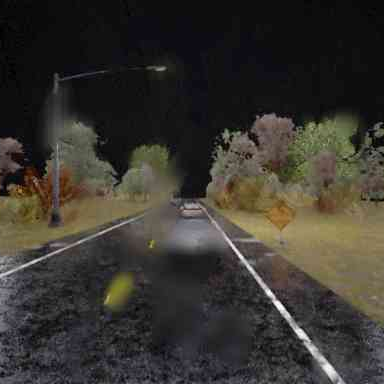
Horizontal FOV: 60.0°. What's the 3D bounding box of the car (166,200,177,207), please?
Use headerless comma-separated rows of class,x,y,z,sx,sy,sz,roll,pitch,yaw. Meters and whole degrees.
car,-3.523,1.991,58.019,1.895,1.301,4.718,0,0,1

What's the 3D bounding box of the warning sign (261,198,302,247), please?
warning sign,3.541,1.197,13.300,1.300,1.860,1.060,-1,-1,0

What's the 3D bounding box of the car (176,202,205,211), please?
car,0.052,1.663,27.516,2.128,1.511,4.902,0,0,0

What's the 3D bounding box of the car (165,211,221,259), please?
car,0.053,1.644,12.953,1.994,1.385,4.181,0,0,1
